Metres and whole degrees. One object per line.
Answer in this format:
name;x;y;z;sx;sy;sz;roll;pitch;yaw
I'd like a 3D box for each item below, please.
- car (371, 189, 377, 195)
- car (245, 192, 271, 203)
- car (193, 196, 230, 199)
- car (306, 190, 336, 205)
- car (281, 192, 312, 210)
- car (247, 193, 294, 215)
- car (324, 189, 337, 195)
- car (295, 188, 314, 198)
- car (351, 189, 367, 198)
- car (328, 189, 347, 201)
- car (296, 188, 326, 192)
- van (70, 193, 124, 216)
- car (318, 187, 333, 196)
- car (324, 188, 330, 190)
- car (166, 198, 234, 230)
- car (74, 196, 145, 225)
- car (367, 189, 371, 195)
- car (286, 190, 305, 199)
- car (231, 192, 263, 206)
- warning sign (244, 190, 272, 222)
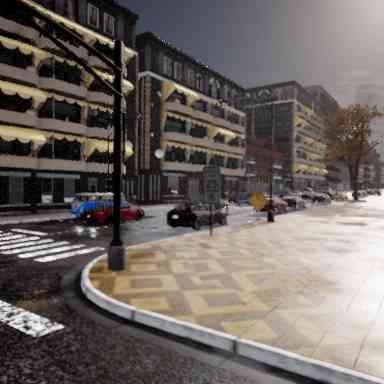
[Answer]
car;41.510;0.017;78.229;1.967;1.590;4.097;2;2;35
car;9.275;0.711;46.356;2.008;1.369;4.403;2;2;35
car;1.047;1.029;29.927;2.033;1.411;5.357;1;1;34
car;16.167;0.821;41.591;2.008;1.369;4.403;2;2;35
car;9.832;0.997;32.430;2.008;1.369;4.403;2;2;35
car;6.664;1.079;27.849;1.887;1.381;4.507;2;2;35
car;34.616;0.012;82.998;1.887;1.381;4.507;2;2;35
car;21.950;0.127;64.671;2.192;1.841;5.009;2;2;35
car;32.006;0.387;64.493;2.008;1.369;4.403;2;2;35
car;22.600;0.618;50.891;1.752;1.417;4.829;2;2;35
car;16.904;0.648;47.228;2.128;1.511;4.902;1;1;35
van;-6.560;0.943;23.449;1.690;1.788;3.998;2;2;35
car;31.452;-0.131;78.411;2.192;1.841;5.009;2;2;35
car;22.812;0.499;55.777;1.837;1.490;4.892;1;1;35
car;0.329;1.277;18.690;1.947;1.339;4.313;2;2;35
car;-4.972;1.214;21.223;1.994;1.385;4.181;1;1;34
car;35.173;0.300;69.072;2.008;1.369;4.403;2;2;35
car;18.682;0.427;59.956;1.752;1.417;4.829;2;2;35
car;6.691;0.851;38.066;1.812;1.442;4.674;1;1;35
warning sign;3.946;0.811;19.777;1.300;1.860;1.060;0;0;35
